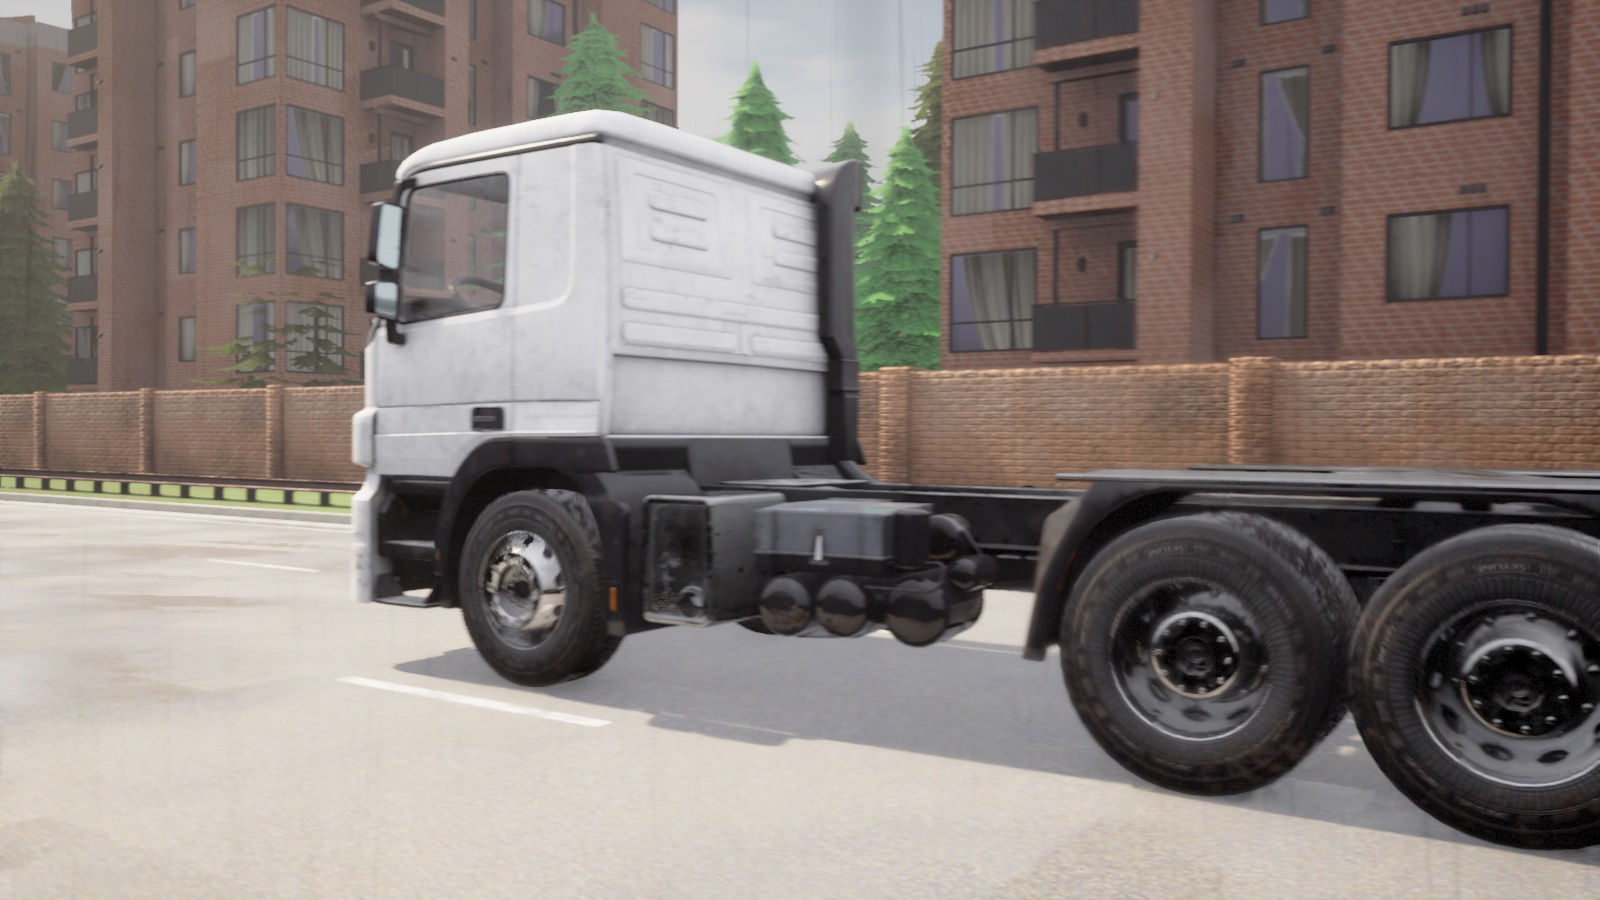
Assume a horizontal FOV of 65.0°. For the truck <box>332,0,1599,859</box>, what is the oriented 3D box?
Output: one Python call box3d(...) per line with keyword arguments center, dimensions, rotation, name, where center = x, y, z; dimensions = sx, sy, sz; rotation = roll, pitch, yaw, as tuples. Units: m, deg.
box3d(center=(1.131, -0.348, 7.055), dimensions=(7.936, 3.462, 2.891), rotation=(0, 1, 34), name="truck")
